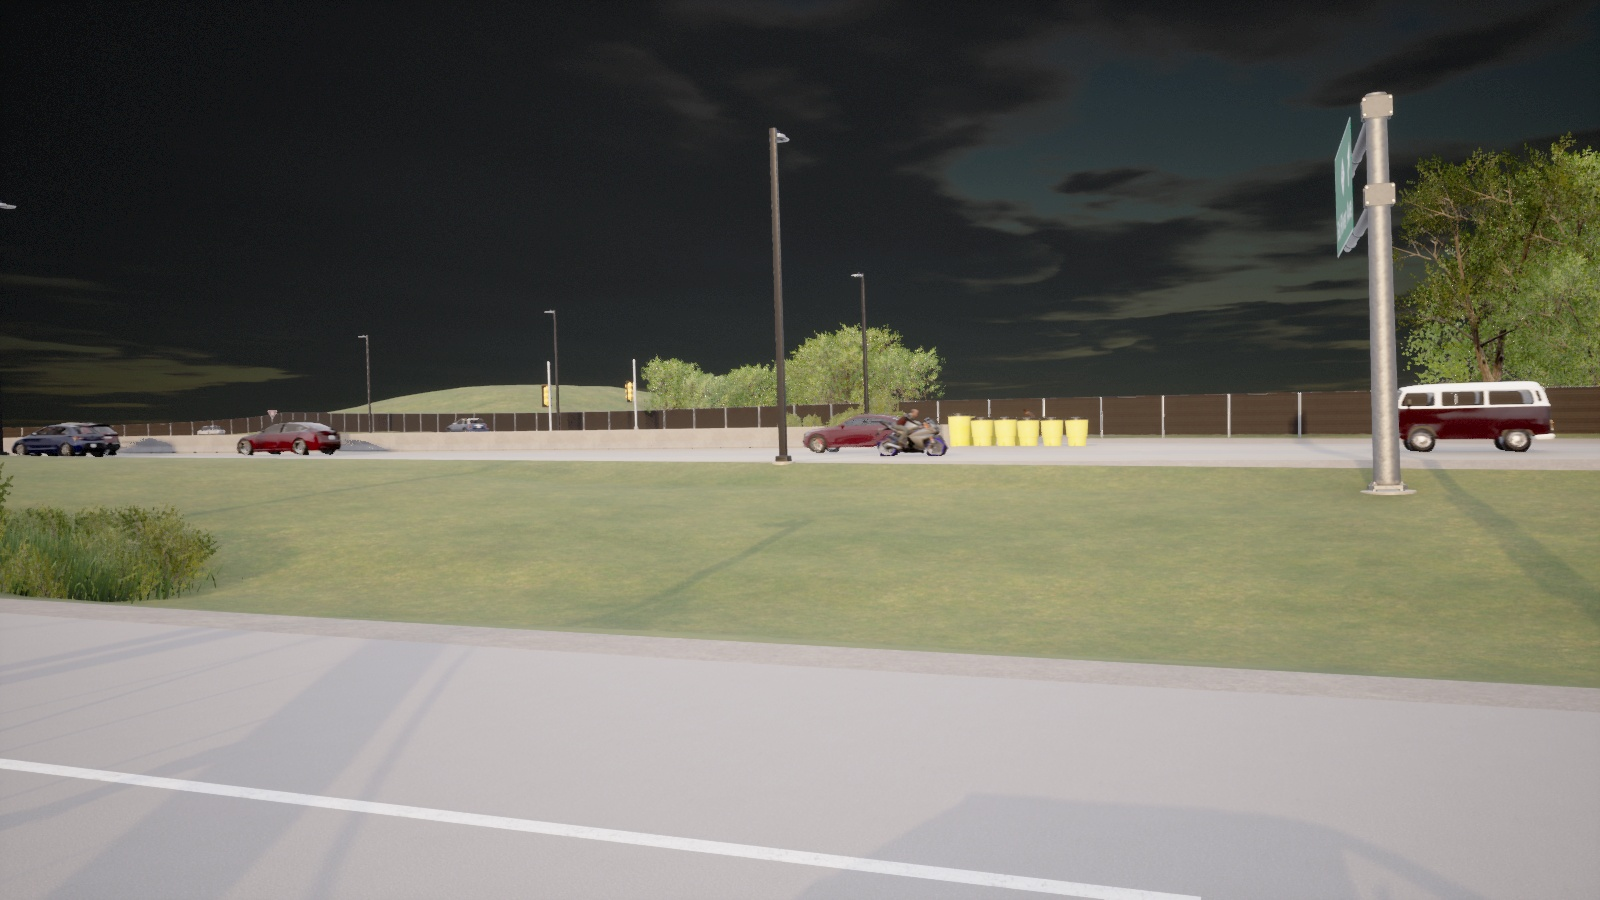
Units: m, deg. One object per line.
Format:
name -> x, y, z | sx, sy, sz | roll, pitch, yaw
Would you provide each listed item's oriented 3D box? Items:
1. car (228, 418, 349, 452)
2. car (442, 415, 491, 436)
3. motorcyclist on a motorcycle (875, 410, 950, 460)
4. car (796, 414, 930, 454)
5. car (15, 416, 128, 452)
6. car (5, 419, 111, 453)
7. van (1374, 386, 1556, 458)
car -> -22.804, -0.664, 56.026 | 4.792, 1.488, 2.163 | 0, 1, 20
car -> -24.874, -1.825, 93.697 | 1.970, 1.475, 3.806 | -2, 2, -43
motorcyclist on a motorcycle -> 3.500, -0.474, 39.015 | 2.191, 1.530, 0.866 | 0, 1, 20
car -> 2.353, -0.586, 46.880 | 4.674, 1.442, 1.812 | 0, 1, 20
car -> -35.072, -0.767, 60.485 | 4.856, 1.649, 2.033 | 0, 1, 20
car -> -33.110, -0.626, 56.049 | 4.193, 1.474, 1.816 | 0, 1, 20
van -> 19.447, -0.808, 36.937 | 4.480, 2.038, 2.069 | 0, 1, 20
